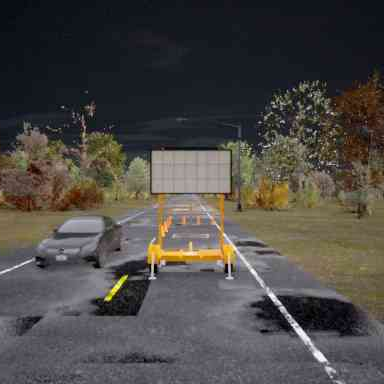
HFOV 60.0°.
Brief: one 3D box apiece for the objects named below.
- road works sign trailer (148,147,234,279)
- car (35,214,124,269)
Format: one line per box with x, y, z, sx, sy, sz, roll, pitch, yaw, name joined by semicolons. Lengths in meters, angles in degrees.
-0.029;0.464;9.974;2.380;3.560;2.880;0;0;0;road works sign trailer
-3.530;1.525;11.299;1.812;1.442;4.674;0;0;0;car
